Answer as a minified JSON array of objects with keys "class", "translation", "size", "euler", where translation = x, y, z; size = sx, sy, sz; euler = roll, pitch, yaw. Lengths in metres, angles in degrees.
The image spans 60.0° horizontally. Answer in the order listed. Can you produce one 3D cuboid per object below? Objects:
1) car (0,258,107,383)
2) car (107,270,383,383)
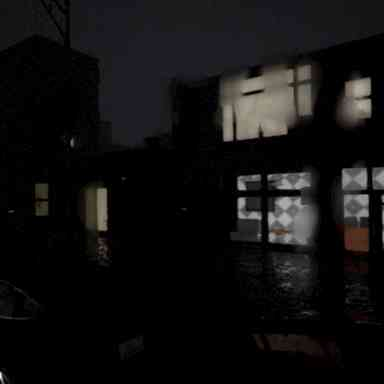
[{"class":"car","translation":[-2.294,1.591,4.516],"size":[4.313,1.339,1.947],"euler":[0,-1,35]},{"class":"car","translation":[2.213,1.309,1.310],"size":[5.009,1.841,2.192],"euler":[0,-1,35]}]
